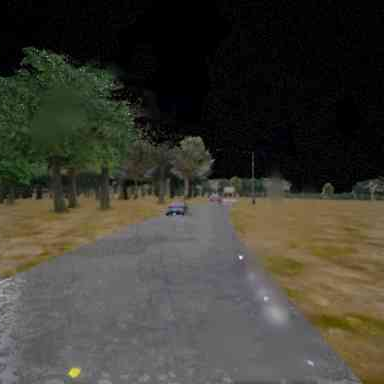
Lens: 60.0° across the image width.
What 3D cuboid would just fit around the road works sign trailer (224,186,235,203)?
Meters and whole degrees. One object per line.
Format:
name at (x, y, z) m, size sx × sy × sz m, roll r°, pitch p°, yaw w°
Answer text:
road works sign trailer at (8.154, 0.558, 73.051) m, size 2.380 × 3.560 × 2.880 m, roll 0°, pitch 0°, yaw 9°

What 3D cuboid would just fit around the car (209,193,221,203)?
car at (5.274, 1.282, 74.285) m, size 2.150 × 2.045 × 5.566 m, roll 0°, pitch 0°, yaw 11°

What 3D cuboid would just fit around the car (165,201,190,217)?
car at (-1.350, 1.641, 33.241) m, size 2.033 × 1.411 × 5.357 m, roll 0°, pitch 0°, yaw 6°
